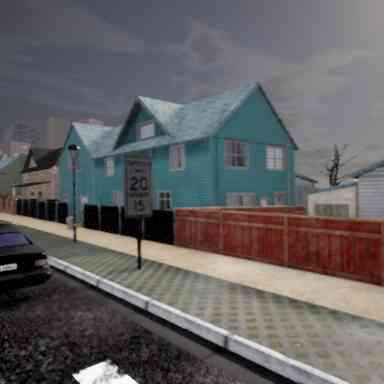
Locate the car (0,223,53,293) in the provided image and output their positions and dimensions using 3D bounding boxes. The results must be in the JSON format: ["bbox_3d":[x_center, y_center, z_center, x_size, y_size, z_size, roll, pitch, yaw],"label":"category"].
[{"bbox_3d":[-5.235,1.523,8.400,2.033,1.411,5.357,-1,1,-41],"label":"car"}]
